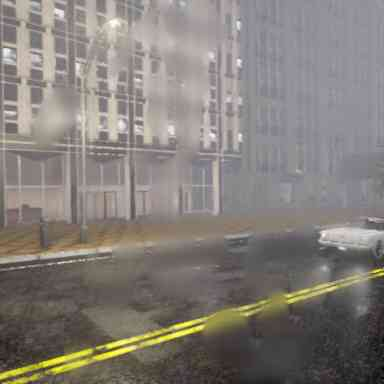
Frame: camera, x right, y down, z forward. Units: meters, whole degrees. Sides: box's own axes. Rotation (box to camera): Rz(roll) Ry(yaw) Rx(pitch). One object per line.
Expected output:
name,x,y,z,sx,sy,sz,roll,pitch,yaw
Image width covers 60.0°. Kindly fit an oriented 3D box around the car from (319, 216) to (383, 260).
car,6.890,1.602,12.561,4.718,1.301,1.895,0,0,-35
